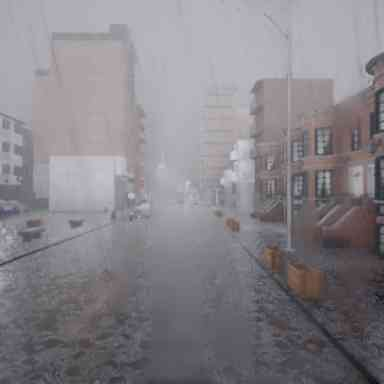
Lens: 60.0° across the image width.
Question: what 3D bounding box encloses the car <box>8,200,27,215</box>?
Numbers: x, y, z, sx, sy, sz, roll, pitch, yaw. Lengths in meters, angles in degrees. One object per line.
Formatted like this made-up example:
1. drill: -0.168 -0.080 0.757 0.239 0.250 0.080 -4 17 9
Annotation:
1. car: -19.321 1.516 32.832 4.611 1.667 2.242 0 0 10

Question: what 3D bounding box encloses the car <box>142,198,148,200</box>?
1. car: -10.136 2.077 70.453 4.892 1.490 1.837 0 0 12

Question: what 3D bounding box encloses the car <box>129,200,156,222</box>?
1. car: -4.113 1.670 28.303 1.812 1.442 4.674 0 0 0

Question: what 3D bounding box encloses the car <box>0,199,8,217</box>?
1. car: -19.086 1.395 29.731 3.866 1.878 1.905 0 0 10

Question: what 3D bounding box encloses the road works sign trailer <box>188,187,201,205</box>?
1. road works sign trailer: 0.115 0.801 66.031 2.380 3.560 2.880 0 0 -37

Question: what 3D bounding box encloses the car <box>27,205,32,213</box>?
1. car: -19.465 1.599 35.783 4.193 1.474 1.816 0 0 10
